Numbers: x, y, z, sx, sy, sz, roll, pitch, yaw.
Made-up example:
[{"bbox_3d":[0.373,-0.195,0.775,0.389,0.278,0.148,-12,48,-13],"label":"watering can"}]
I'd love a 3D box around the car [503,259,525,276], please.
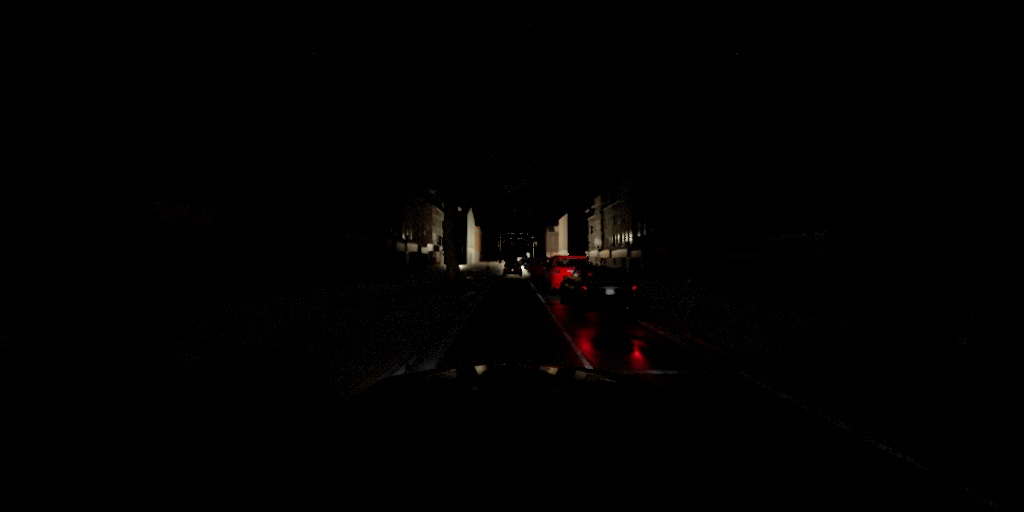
[{"bbox_3d":[0.074,1.316,36.631,1.994,1.385,4.181,0,0,0],"label":"car"}]

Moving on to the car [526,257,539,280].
[{"bbox_3d":[2.646,1.067,31.184,2.192,1.841,5.009,0,0,0],"label":"car"}]

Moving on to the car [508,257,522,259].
[{"bbox_3d":[0.062,1.103,51.152,2.097,1.767,4.553,0,0,0],"label":"car"}]

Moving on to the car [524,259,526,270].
[{"bbox_3d":[2.648,1.297,42.266,1.888,1.381,4.507,0,0,0],"label":"car"}]

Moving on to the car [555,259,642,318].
[{"bbox_3d":[2.991,1.104,13.053,2.097,1.767,4.553,0,0,0],"label":"car"}]

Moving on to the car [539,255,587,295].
[{"bbox_3d":[2.986,0.973,20.114,2.150,2.045,5.566,0,0,0],"label":"car"}]

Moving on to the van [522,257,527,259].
[{"bbox_3d":[2.650,1.093,47.807,1.690,1.789,3.998,0,0,0],"label":"van"}]
